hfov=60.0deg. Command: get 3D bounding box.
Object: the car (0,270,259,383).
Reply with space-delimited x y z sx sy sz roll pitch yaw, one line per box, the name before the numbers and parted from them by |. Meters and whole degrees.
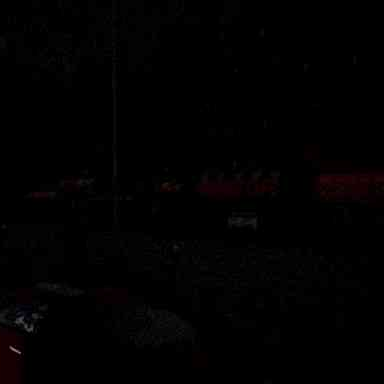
car | -1.333 1.586 3.771 4.206 1.307 1.802 0 -1 36
